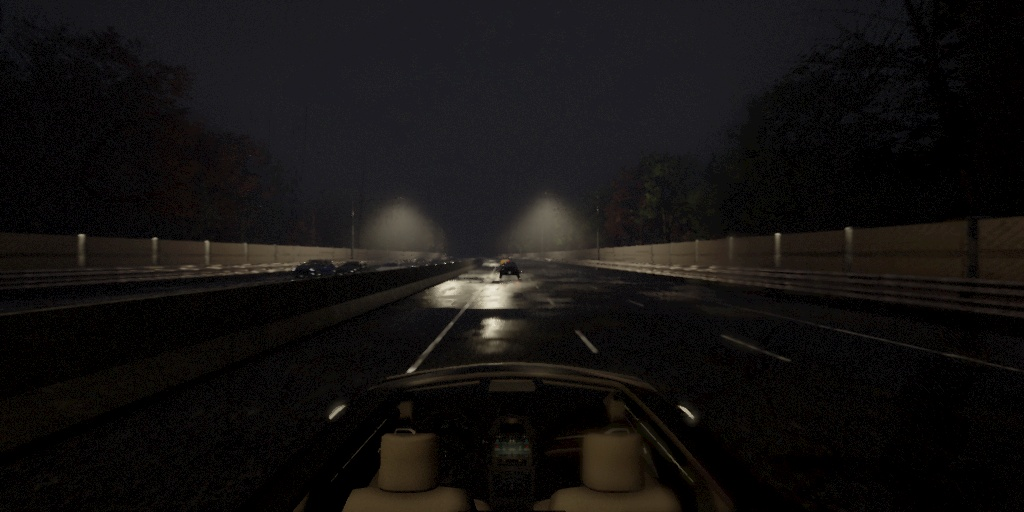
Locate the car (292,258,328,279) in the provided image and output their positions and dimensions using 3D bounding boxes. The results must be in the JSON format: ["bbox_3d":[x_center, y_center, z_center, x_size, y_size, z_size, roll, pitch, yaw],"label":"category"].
[{"bbox_3d":[-17.886,1.112,32.643,2.097,1.767,4.553,0,0,-1],"label":"car"}]

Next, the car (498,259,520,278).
[{"bbox_3d":[-0.238,1.257,33.437,1.812,1.442,4.674,0,0,-1],"label":"car"}]

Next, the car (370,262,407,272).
[{"bbox_3d":[-10.885,1.275,32.672,1.812,1.442,4.674,0,0,-1],"label":"car"}]

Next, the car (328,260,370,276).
[{"bbox_3d":[-14.384,1.260,32.569,1.837,1.490,4.892,0,0,-1],"label":"car"}]
